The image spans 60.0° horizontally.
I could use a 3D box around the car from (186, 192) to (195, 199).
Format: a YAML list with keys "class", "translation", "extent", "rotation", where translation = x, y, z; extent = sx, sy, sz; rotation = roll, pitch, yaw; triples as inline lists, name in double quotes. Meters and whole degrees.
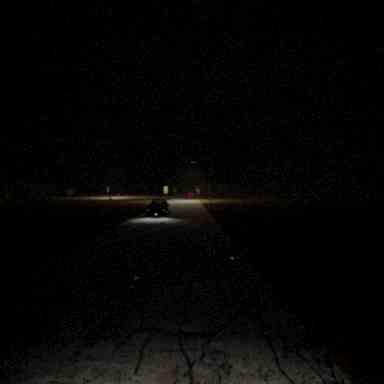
- class: "car"
  translation: [-0.394, 0.773, 72.684]
  extent: [1.882, 1.535, 5.008]
  rotation: [0, 1, 0]

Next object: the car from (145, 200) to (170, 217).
- class: "car"
  translation: [-2.911, 1.383, 29.530]
  extent: [2.033, 1.411, 5.357]
  rotation: [0, 0, 0]
